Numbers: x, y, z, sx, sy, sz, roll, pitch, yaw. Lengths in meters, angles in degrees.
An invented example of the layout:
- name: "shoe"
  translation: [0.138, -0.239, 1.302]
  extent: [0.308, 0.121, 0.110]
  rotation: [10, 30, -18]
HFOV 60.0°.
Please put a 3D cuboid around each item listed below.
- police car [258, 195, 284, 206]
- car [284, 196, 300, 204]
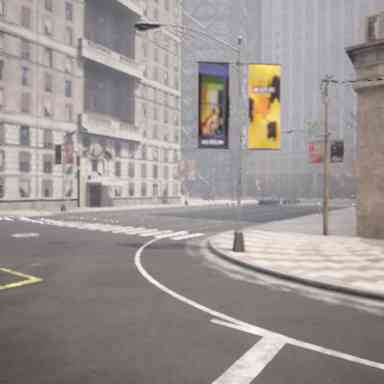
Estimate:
- name: "police car"
  translation: [11.679, 1.287, 50.613]
  extent: [1.930, 1.638, 5.238]
  rotation: [1, 0, 36]
- name: "car"
  translation: [17.579, 1.427, 58.806]
  extent: [1.994, 1.385, 4.181]
  rotation: [1, 0, 36]
